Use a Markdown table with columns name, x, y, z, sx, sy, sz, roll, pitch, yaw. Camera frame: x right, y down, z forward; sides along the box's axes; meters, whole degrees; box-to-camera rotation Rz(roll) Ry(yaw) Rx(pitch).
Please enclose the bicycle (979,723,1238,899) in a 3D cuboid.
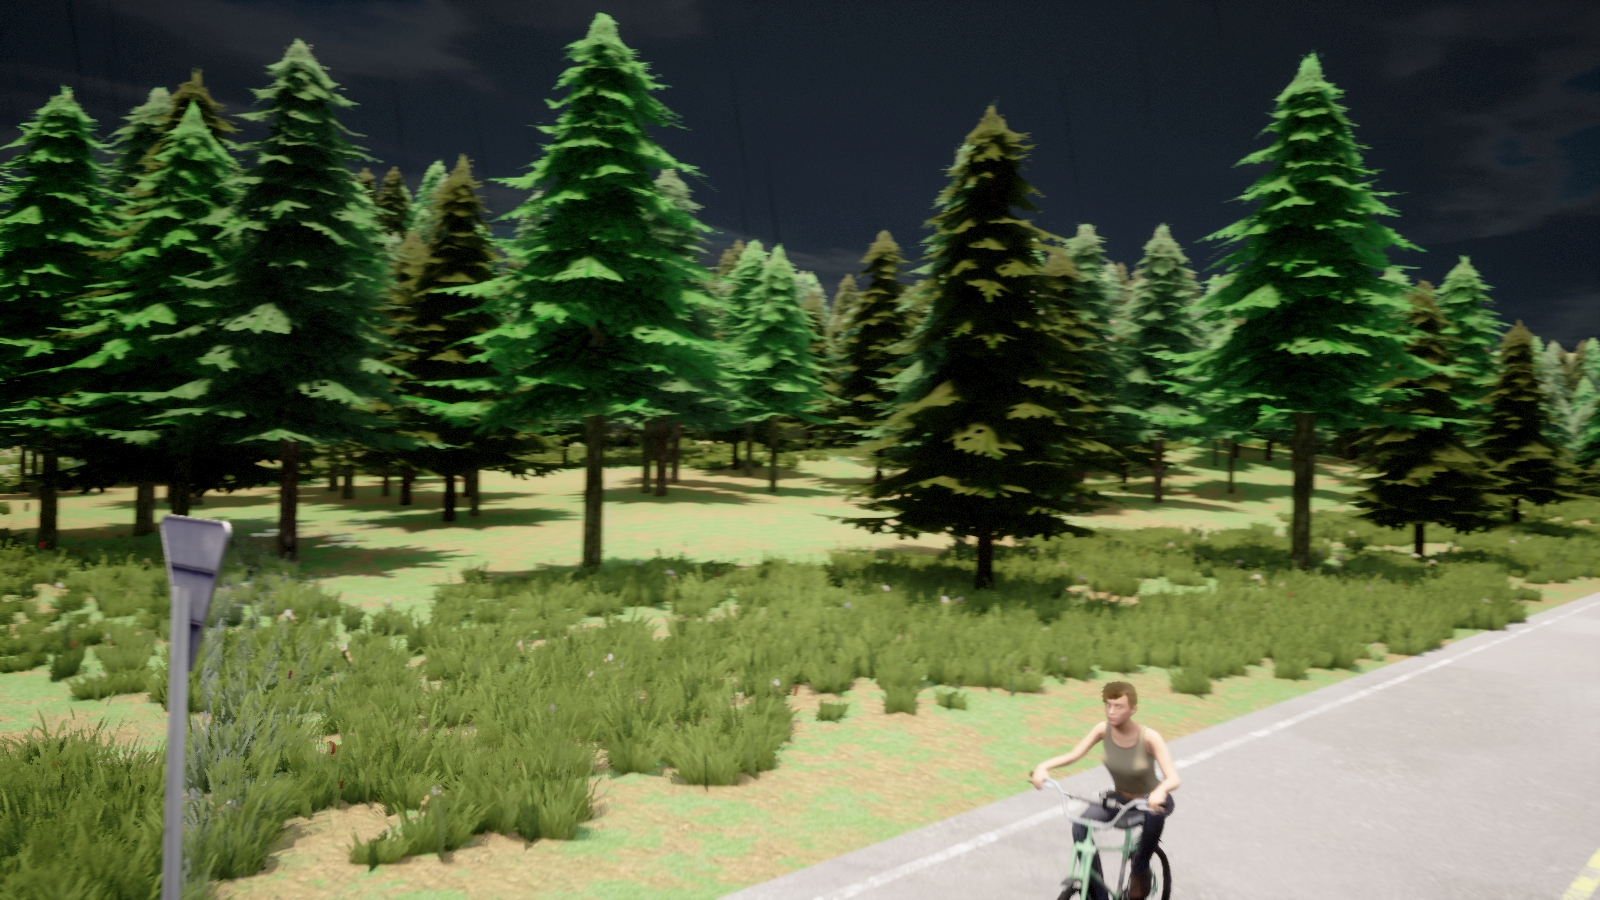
| name | x | y | z | sx | sy | sz | roll | pitch | yaw |
| --- | --- | --- | --- | --- | --- | --- | --- | --- | --- |
| bicycle | 1.835 | 2.332 | 6.693 | 0.859 | 1.080 | 1.487 | 0 | -1 | 43 |
